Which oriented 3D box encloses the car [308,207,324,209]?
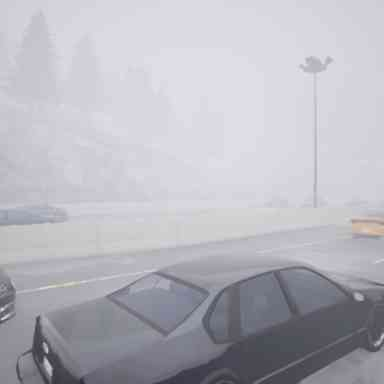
[{"bbox_3d":[15.217,1.381,41.422,2.097,1.767,4.553,0,0,42],"label":"car"}]

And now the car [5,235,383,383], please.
[{"bbox_3d":[0.759,1.553,4.392,5.357,1.411,2.033,0,0,-37],"label":"car"}]

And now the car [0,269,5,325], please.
[{"bbox_3d":[-5.138,1.507,4.479,4.902,1.511,2.128,0,0,-35],"label":"car"}]

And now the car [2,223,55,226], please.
[{"bbox_3d":[-8.785,1.514,15.019,5.008,1.535,1.882,0,0,-37],"label":"car"}]

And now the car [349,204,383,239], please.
[{"bbox_3d":[9.322,1.483,15.823,5.008,1.535,1.882,0,0,-41],"label":"car"}]

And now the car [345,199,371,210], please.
[{"bbox_3d":[21.631,1.586,43.308,1.994,1.385,4.181,0,0,42],"label":"car"}]
